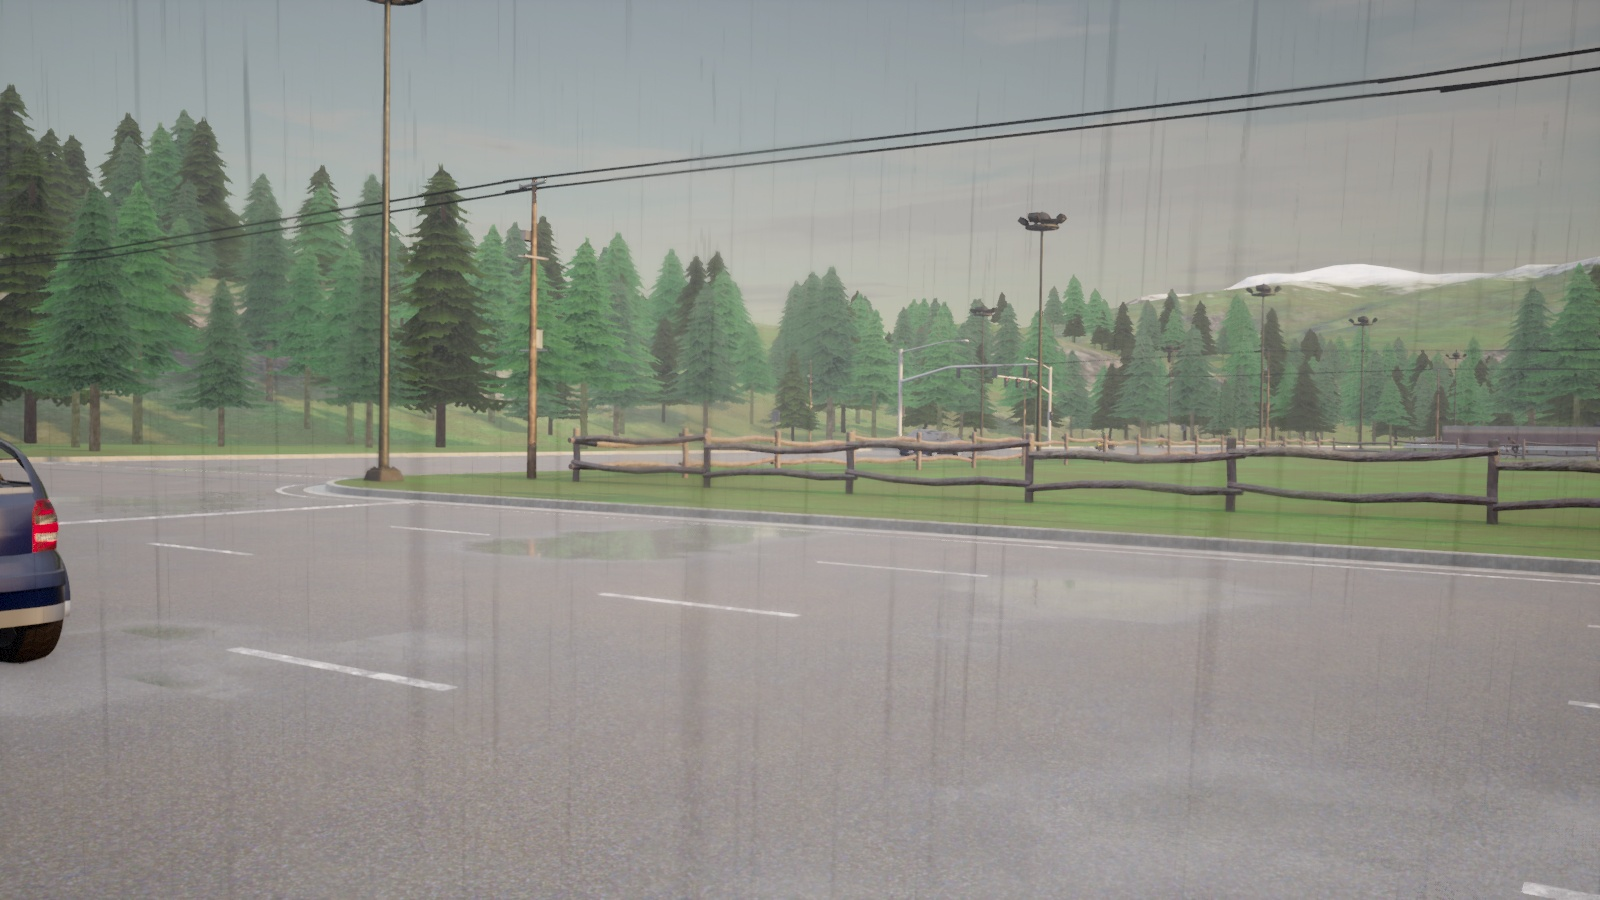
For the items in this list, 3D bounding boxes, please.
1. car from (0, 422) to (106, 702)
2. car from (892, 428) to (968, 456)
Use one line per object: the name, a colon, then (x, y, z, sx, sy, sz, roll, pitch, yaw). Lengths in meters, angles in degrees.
car: (-6.156, 0.615, 7.712, 3.705, 1.549, 1.789, 0, 1, 34)
car: (7.276, -0.446, 69.851, 2.163, 1.488, 4.792, 0, 1, 34)
